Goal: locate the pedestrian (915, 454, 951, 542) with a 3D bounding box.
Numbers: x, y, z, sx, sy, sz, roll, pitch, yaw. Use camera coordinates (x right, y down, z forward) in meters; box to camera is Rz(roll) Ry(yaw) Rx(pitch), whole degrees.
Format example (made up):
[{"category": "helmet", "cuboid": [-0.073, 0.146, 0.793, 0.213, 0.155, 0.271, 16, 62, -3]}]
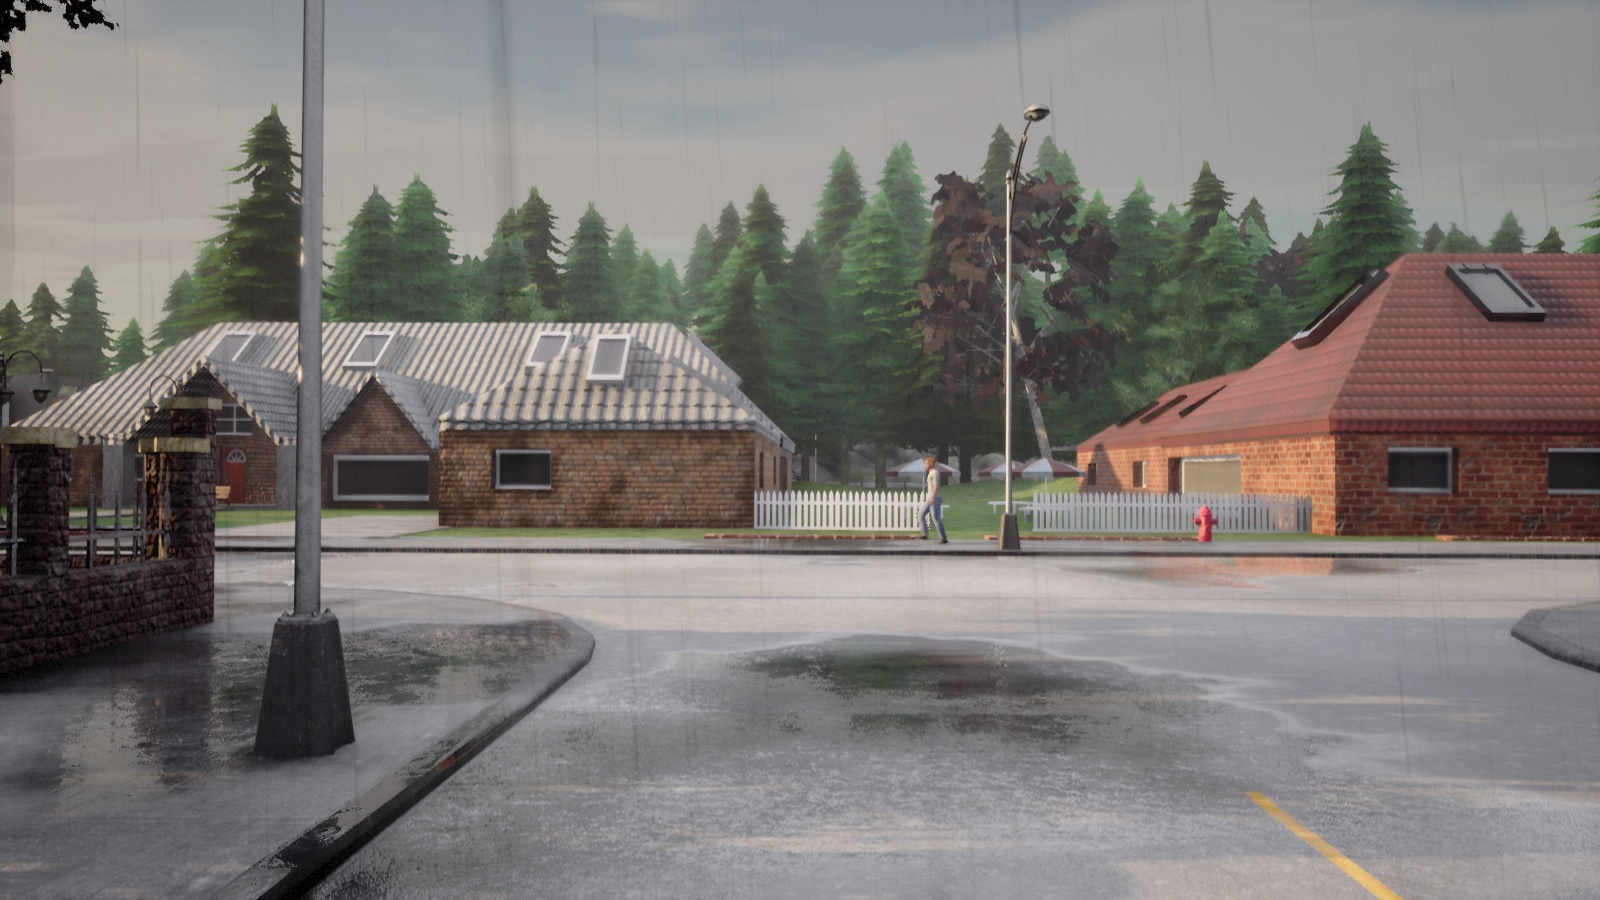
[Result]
[{"category": "pedestrian", "cuboid": [2.767, 1.000, 26.207, 0.706, 1.836, 0.354, 0, -1, 1]}]
